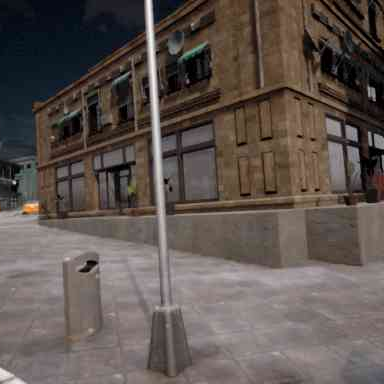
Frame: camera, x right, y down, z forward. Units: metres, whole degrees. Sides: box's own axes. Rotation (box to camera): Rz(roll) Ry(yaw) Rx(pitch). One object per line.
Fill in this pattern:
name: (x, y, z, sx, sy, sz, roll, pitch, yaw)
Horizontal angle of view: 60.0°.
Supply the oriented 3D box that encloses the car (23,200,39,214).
car: (-20.063, 1.801, 42.003, 2.097, 1.767, 4.553, -3, 0, -23)
